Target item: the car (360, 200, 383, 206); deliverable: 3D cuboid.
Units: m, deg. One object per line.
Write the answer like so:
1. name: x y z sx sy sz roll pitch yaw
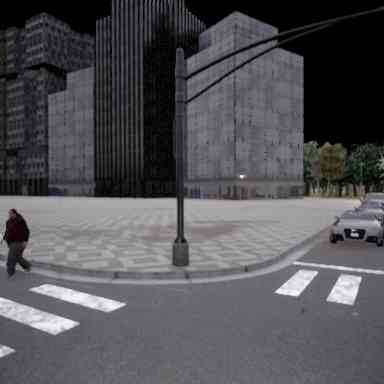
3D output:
1. car: 12.554 1.508 23.557 1.994 1.385 4.181 0 0 31

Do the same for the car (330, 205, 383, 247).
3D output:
1. car: 7.506 1.528 15.023 1.994 1.385 4.181 0 0 30

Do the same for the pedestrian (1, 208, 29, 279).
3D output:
1. pedestrian: -4.513 1.230 8.495 0.375 1.860 0.375 0 0 32

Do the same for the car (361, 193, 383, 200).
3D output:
1. car: 18.027 1.141 32.758 2.150 2.045 5.566 0 0 31
